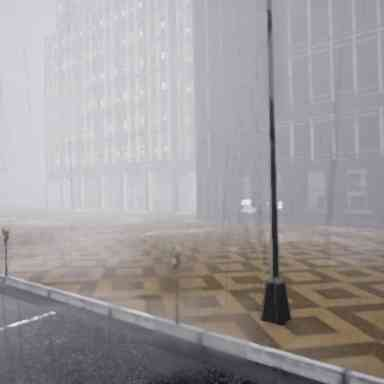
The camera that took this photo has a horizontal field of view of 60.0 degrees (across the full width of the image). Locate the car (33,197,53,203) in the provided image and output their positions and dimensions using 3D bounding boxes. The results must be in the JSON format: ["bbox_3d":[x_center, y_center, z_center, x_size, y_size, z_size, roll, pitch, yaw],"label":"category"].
[{"bbox_3d":[-33.046,1.717,73.986,1.967,1.590,4.097,-1,0,36],"label":"car"}]
